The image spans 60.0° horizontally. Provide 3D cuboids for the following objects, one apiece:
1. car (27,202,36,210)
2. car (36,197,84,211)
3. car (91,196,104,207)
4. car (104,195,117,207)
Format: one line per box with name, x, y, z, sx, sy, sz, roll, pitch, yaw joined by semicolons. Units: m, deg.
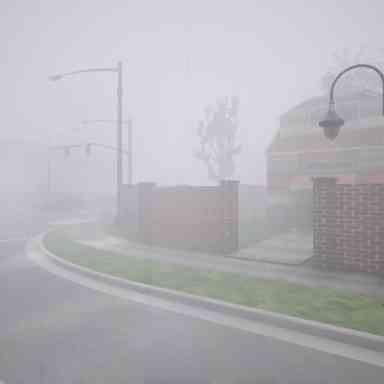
car;-17.679;1.397;40.809;1.812;1.442;4.674;0;1;37
car;-14.949;1.373;38.621;1.837;1.490;4.892;0;1;36
car;-12.279;1.268;47.955;1.837;1.490;4.892;0;1;37
car;-9.369;1.285;46.006;1.812;1.442;4.674;0;1;37
